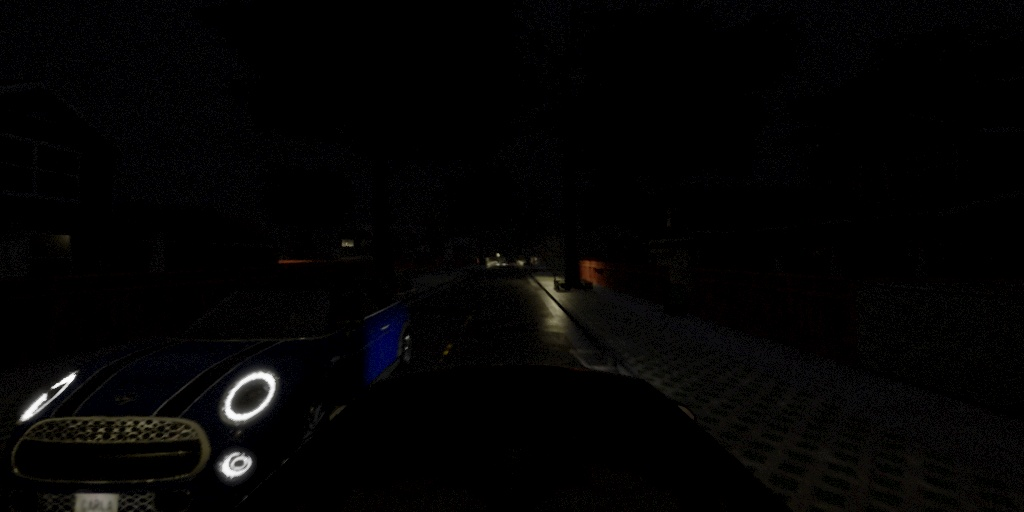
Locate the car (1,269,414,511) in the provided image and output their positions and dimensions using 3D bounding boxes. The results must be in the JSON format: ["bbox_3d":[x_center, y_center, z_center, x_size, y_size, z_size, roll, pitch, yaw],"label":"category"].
[{"bbox_3d":[-2.850,1.102,4.702,2.097,1.767,4.553,0,0,0],"label":"car"}]
